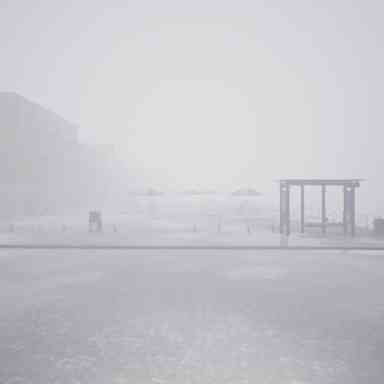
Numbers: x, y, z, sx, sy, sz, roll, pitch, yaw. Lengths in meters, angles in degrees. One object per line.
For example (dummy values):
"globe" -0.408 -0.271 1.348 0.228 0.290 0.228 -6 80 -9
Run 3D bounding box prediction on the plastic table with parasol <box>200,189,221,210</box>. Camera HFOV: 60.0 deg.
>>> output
"plastic table with parasol" 2.300 0.925 41.507 2.482 2.480 2.482 0 0 1
